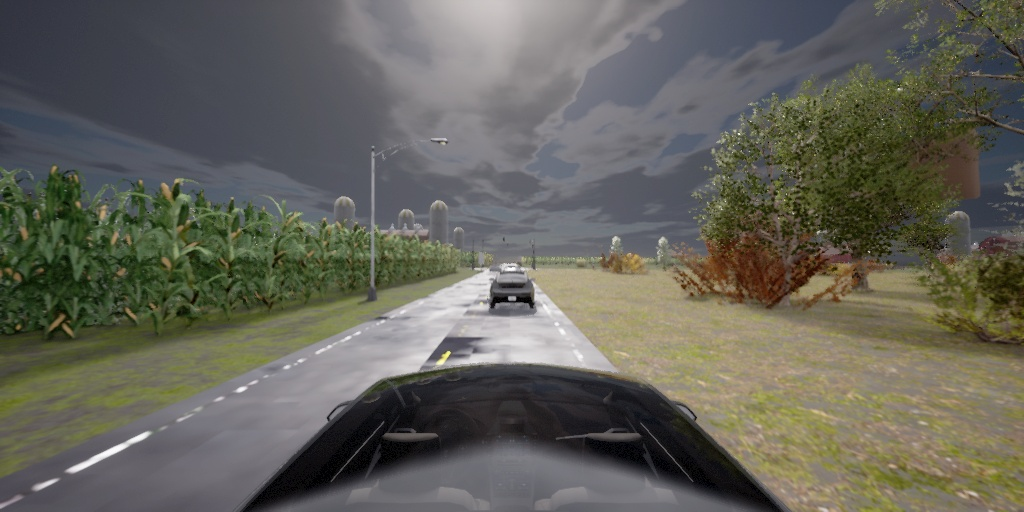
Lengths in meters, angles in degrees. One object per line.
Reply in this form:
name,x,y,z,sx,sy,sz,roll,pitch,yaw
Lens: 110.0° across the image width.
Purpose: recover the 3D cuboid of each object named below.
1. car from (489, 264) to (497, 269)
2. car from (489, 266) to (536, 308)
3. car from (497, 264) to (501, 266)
car,-2.720,1.931,59.504,1.895,1.301,4.718,0,-1,0
car,0.013,1.395,16.165,1.837,1.490,4.892,0,0,0
car,0.017,1.580,30.860,2.033,1.411,5.357,0,-1,0
